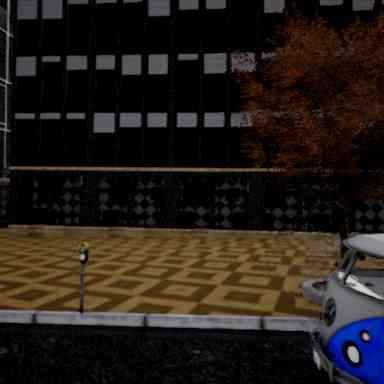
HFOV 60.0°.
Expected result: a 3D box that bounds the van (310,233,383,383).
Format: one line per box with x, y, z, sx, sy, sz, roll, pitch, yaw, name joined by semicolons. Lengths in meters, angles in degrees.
3.514;1.376;3.637;3.998;1.788;1.690;0;0;4;van
